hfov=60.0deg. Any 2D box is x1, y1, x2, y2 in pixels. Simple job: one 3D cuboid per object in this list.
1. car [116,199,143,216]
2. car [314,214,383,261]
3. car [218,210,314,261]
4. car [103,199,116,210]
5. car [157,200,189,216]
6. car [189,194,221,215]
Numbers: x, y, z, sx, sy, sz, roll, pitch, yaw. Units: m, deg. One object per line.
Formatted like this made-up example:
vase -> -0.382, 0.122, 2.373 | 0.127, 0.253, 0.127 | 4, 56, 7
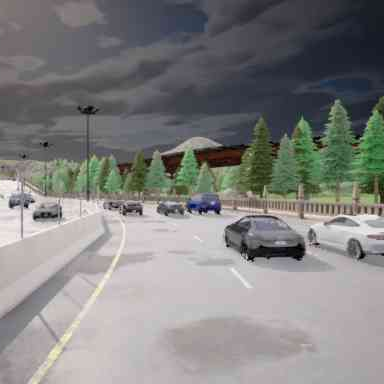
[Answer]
car -> -6.132, 1.505, 33.076 | 1.837, 1.490, 4.892 | 0, 0, -19
car -> 6.060, 1.526, 12.311 | 1.812, 1.442, 4.674 | 0, 0, -7
car -> 2.504, 1.564, 12.386 | 1.994, 1.385, 4.181 | 0, 0, -8
car -> -10.074, 1.547, 42.750 | 2.033, 1.411, 5.357 | 0, 0, -27
car -> -2.131, 1.526, 32.258 | 1.812, 1.442, 4.674 | 0, 0, -18
car -> 1.105, 1.220, 33.758 | 2.150, 2.045, 5.566 | 0, 0, -18
